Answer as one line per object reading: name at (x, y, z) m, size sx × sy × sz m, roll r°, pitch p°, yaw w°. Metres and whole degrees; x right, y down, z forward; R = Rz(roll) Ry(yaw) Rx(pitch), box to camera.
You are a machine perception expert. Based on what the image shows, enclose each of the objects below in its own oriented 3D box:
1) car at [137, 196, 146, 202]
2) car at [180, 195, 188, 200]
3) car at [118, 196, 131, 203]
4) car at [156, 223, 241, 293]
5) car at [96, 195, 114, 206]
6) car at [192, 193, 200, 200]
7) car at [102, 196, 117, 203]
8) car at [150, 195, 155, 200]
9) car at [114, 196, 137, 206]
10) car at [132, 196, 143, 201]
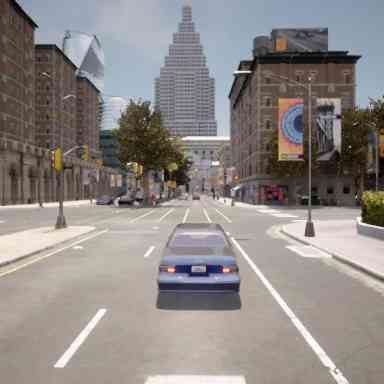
car at (-10.606, 1.594, 69.908) m, size 1.895 × 1.301 × 4.718 m, roll 0°, pitch 0°, yaw 1°
car at (-2.342, 1.518, 90.138) m, size 1.812 × 1.442 × 4.674 m, roll 0°, pitch 0°, yaw 1°
car at (-14.108, 1.552, 69.828) m, size 1.994 × 1.385 × 4.181 m, roll 0°, pitch 0°, yaw 1°
car at (0.176, 1.547, 8.984) m, size 2.033 × 1.411 × 5.357 m, roll 0°, pitch 0°, yaw 1°
car at (-14.382, 1.351, 55.085) m, size 2.097 × 1.767 × 4.553 m, roll 0°, pitch 0°, yaw 1°
car at (1.158, 1.349, 90.063) m, size 2.097 × 1.767 × 4.553 m, roll 0°, pitch 0°, yaw 1°
car at (-17.357, 1.594, 69.885) m, size 1.895 × 1.301 × 4.718 m, roll 0°, pitch 0°, yaw 1°
car at (-10.407, 1.476, 85.193) m, size 1.882 × 1.535 × 5.008 m, roll 0°, pitch 0°, yaw 1°
car at (-10.889, 1.600, 54.756) m, size 1.895 × 1.301 × 4.718 m, roll 0°, pitch 0°, yaw 1°
car at (-13.908, 1.594, 85.096) m, size 1.895 × 1.301 × 4.718 m, roll 0°, pitch 0°, yaw 1°
